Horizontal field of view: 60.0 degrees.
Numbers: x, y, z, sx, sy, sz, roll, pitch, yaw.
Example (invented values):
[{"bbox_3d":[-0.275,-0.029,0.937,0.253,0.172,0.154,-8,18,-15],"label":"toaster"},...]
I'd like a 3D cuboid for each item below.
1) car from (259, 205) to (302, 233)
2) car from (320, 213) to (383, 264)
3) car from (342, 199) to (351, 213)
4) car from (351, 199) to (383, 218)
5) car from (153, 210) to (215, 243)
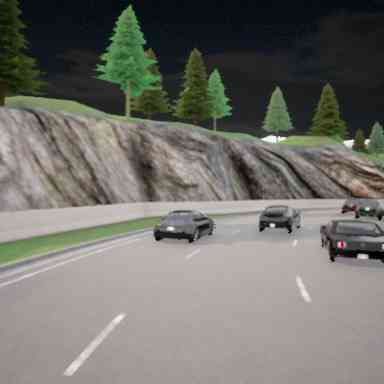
[{"bbox_3d":[5.388,1.552,20.103,1.837,1.490,4.892,0,0,26],"label":"car"},{"bbox_3d":[5.772,1.648,12.078,1.895,1.301,4.718,0,0,17],"label":"car"},{"bbox_3d":[18.094,1.499,35.860,4.553,1.767,2.097,0,0,-40],"label":"car"},{"bbox_3d":[16.051,1.482,29.263,2.097,1.767,4.553,1,0,42],"label":"car"},{"bbox_3d":[-0.256,1.568,16.350,1.994,1.385,4.181,0,0,19],"label":"car"}]
